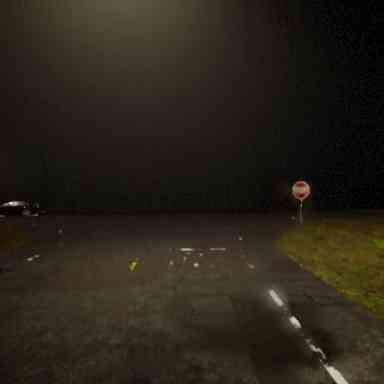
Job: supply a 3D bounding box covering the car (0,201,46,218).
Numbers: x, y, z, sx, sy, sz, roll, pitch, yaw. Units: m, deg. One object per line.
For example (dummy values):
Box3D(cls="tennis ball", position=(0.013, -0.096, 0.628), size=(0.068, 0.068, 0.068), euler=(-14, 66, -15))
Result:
Box3D(cls="car", position=(-15.554, 1.536, 29.409), size=(4.902, 1.511, 2.128), euler=(-1, -3, 1))
